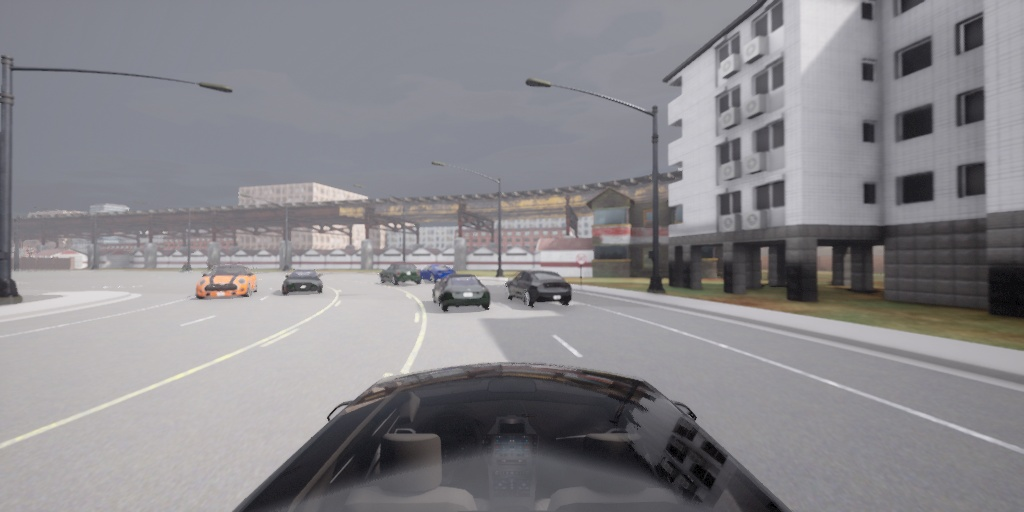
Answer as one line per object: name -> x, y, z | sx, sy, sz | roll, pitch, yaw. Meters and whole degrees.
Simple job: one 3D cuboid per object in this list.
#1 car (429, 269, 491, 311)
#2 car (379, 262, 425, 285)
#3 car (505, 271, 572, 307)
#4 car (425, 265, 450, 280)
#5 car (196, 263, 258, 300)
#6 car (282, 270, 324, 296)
car -> -2.270, 1.459, 15.540 | 1.994, 1.385, 4.181 | 0, -1, -17
car -> -9.271, 1.397, 29.428 | 2.097, 1.767, 4.553 | 0, -1, -37
car -> 1.067, 1.407, 16.595 | 1.837, 1.490, 4.892 | 0, 0, -18
car -> -6.888, 1.546, 32.045 | 1.882, 1.535, 5.008 | 1, -1, -38
car -> -15.441, 1.308, 19.659 | 2.097, 1.767, 4.553 | 0, -1, -29
car -> -12.451, 1.535, 21.479 | 1.994, 1.385, 4.181 | 0, -1, -29
